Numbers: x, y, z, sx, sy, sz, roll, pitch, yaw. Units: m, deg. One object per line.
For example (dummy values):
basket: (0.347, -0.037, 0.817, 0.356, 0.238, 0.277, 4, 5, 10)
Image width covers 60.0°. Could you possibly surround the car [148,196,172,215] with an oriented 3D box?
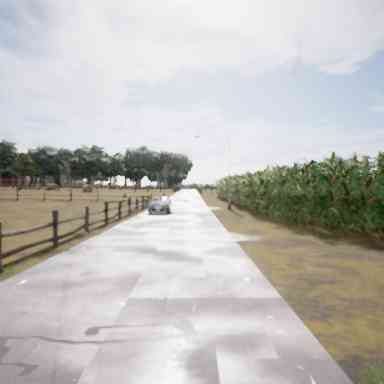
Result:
car: (-2.799, 1.155, 29.990, 2.128, 1.511, 4.902, 0, 1, 0)
